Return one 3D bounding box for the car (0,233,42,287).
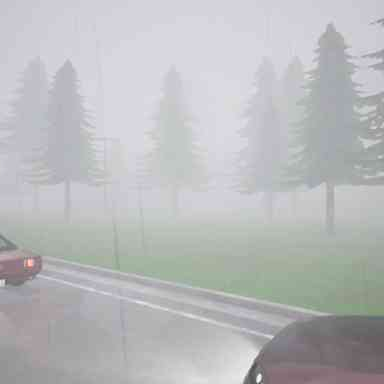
[{"bbox_3d":[-5.785,1.601,8.108,4.718,1.301,1.895,0,0,35],"label":"car"}]

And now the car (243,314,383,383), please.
[{"bbox_3d":[2.424,1.564,2.263,4.181,1.385,1.994,0,0,36],"label":"car"}]
